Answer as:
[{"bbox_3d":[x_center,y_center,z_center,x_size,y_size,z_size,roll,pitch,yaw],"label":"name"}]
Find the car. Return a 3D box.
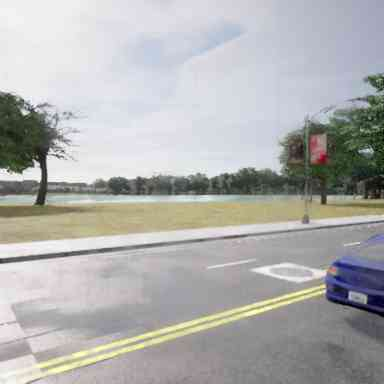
[{"bbox_3d":[4.553,1.539,6.704,4.674,1.442,1.812,0,0,-35],"label":"car"}]
